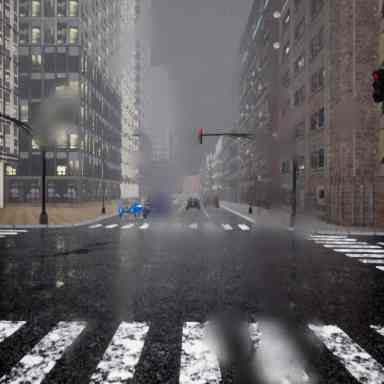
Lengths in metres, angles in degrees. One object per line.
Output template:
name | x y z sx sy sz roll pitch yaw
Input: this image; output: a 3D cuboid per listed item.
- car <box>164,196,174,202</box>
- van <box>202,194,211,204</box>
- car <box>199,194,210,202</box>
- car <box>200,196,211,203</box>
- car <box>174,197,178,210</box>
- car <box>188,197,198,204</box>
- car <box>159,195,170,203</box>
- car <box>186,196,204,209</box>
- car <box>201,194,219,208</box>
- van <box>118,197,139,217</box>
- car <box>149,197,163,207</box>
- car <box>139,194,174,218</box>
car | -5.605 1.589 80.523 2.008 1.369 4.403 0 0 0
van | 2.757 1.365 63.863 1.690 1.788 3.998 0 0 0
car | 2.769 1.348 74.964 2.192 1.841 5.009 0 0 0
car | 2.764 1.579 69.413 2.008 1.369 4.403 0 0 0
car | -3.054 1.611 39.944 1.895 1.301 4.718 0 0 0
car | 0.124 1.626 65.471 1.895 1.301 4.718 0 0 1
car | -5.617 1.468 69.421 1.967 1.590 4.097 0 0 0
car | 0.148 1.559 45.058 2.033 1.411 5.357 0 0 0
car | 2.740 1.329 47.210 2.192 1.841 5.009 0 0 0
van | -5.658 1.347 30.565 1.690 1.788 3.998 0 0 0
car | -5.634 1.542 52.598 1.752 1.417 4.829 0 0 0
car | -3.075 1.227 30.234 2.150 2.045 5.566 0 0 0
